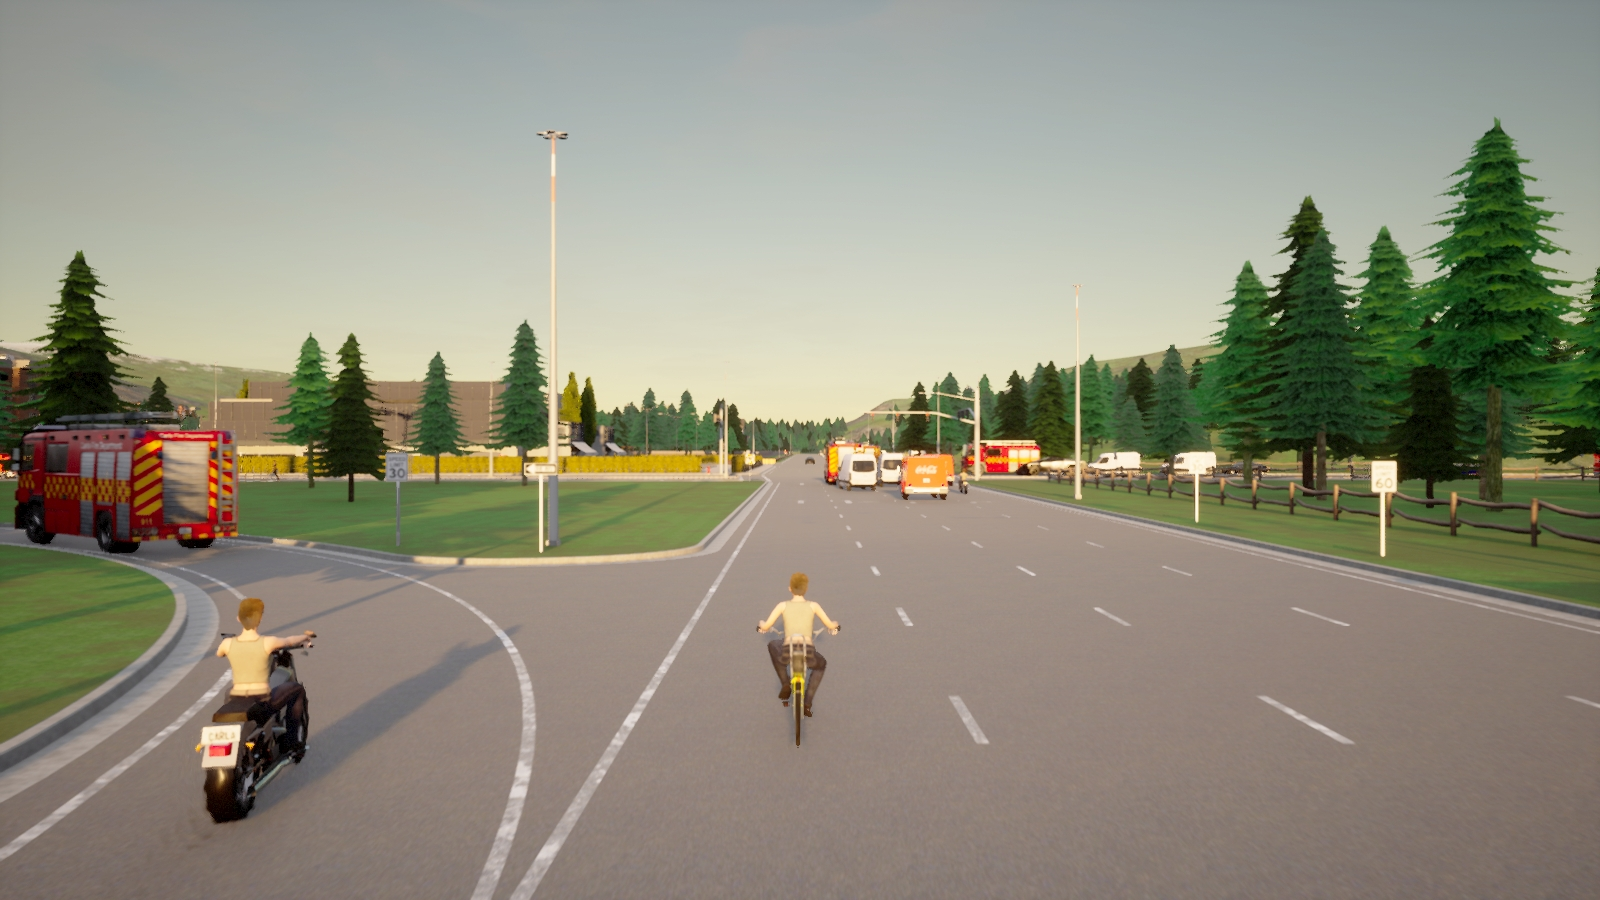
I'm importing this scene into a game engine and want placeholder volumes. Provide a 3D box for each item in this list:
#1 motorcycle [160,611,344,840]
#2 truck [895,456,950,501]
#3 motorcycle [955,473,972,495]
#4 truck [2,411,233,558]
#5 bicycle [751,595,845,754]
[{"bbox_3d":[-4.432,2.156,9.447,0.764,1.307,2.356,0,0,-10],"label":"motorcycle"},{"bbox_3d":[7.002,1.580,65.782,2.627,2.467,5.204,0,0,0],"label":"truck"},{"bbox_3d":[10.505,2.165,73.526,0.764,1.307,2.356,0,0,0],"label":"motorcycle"},{"bbox_3d":[-20.089,0.896,33.393,8.468,3.827,2.891,0,0,38],"label":"truck"},{"bbox_3d":[-0.015,2.160,11.273,0.859,1.276,1.487,0,0,0],"label":"bicycle"}]
